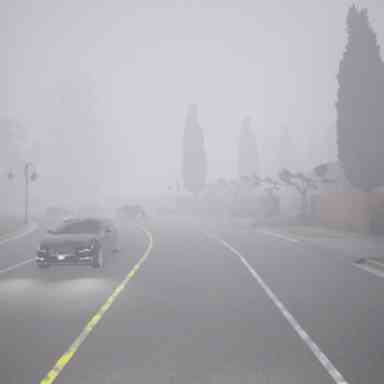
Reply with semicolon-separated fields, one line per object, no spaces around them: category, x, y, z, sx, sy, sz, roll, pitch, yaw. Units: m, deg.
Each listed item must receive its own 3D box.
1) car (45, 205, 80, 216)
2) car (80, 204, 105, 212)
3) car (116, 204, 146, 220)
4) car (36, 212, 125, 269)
car;-15.169;2.145;38.304;4.181;1.385;1.994;-1;-2;43
car;-12.589;2.194;40.989;4.181;1.385;1.994;-1;-2;43
car;-6.120;1.954;32.817;1.837;1.490;4.892;1;-1;-31
car;-3.794;1.646;11.802;1.837;1.490;4.892;0;-1;-2
